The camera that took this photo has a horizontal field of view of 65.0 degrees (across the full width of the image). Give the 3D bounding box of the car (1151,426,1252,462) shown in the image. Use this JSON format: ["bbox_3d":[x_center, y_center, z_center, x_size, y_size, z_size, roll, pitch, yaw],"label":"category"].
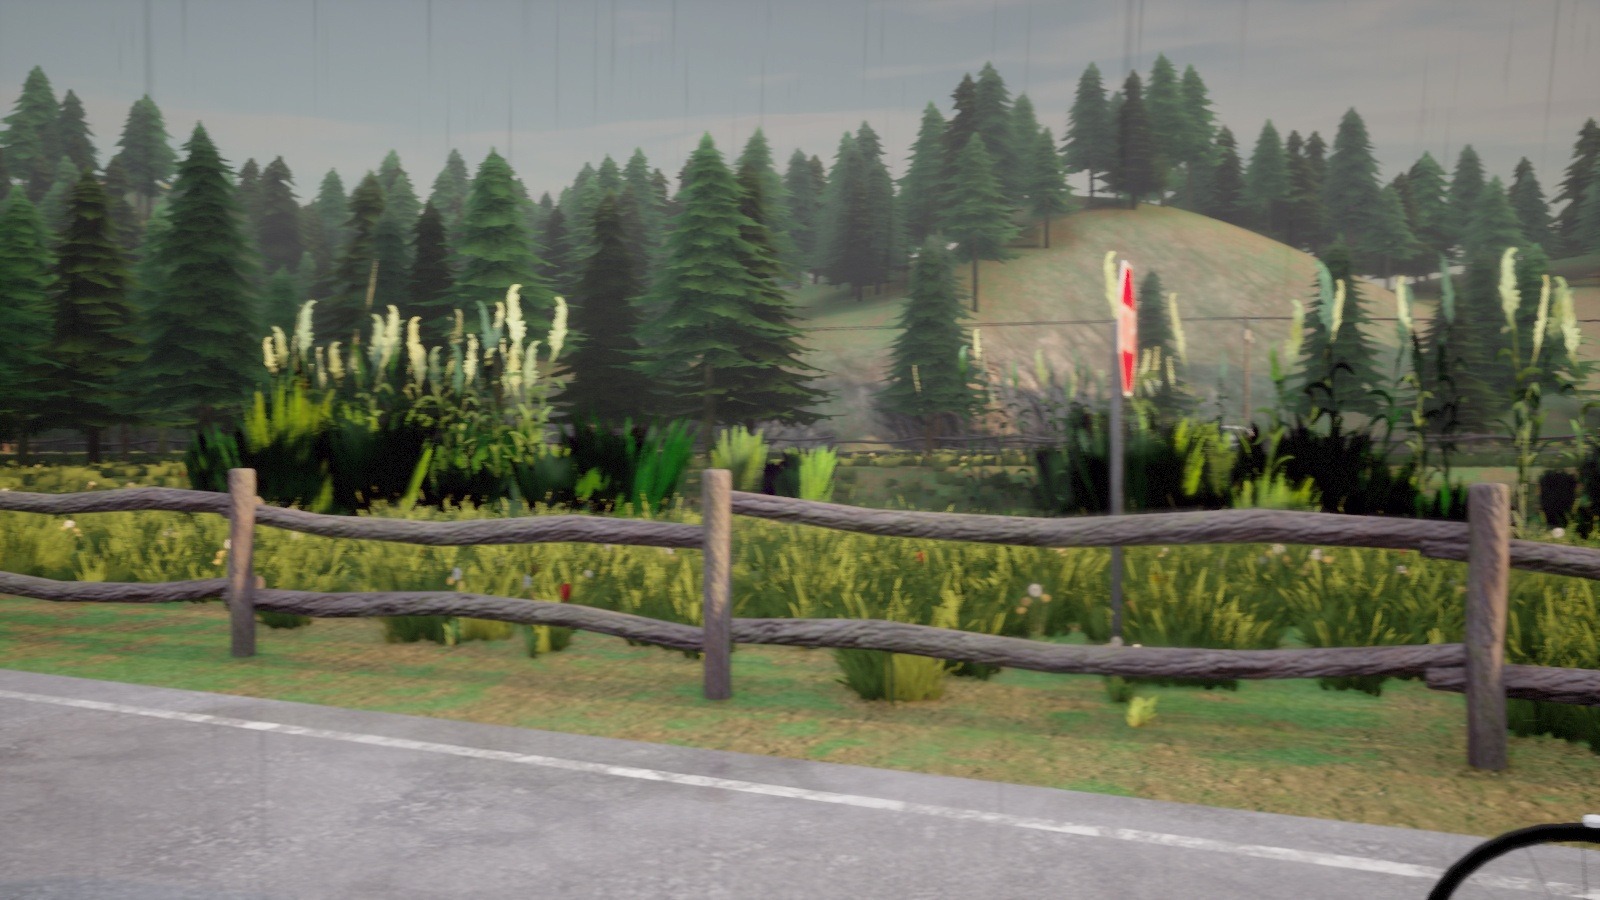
[{"bbox_3d":[19.651,-0.319,61.676,4.611,1.667,2.242,0,1,15],"label":"car"}]

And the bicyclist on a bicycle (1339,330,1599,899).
[{"bbox_3d":[2.094,0.659,2.527,1.843,1.776,0.659,1,1,24],"label":"bicyclist on a bicycle"}]
